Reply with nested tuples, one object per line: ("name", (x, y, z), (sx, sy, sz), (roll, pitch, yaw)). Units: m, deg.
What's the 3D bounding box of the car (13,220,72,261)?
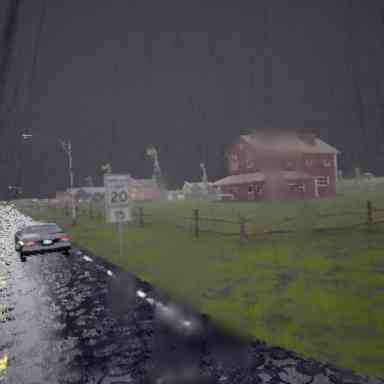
("car", (-6.554, 1.964, 14.390), (2.033, 1.411, 5.357), (-3, 0, -30))
